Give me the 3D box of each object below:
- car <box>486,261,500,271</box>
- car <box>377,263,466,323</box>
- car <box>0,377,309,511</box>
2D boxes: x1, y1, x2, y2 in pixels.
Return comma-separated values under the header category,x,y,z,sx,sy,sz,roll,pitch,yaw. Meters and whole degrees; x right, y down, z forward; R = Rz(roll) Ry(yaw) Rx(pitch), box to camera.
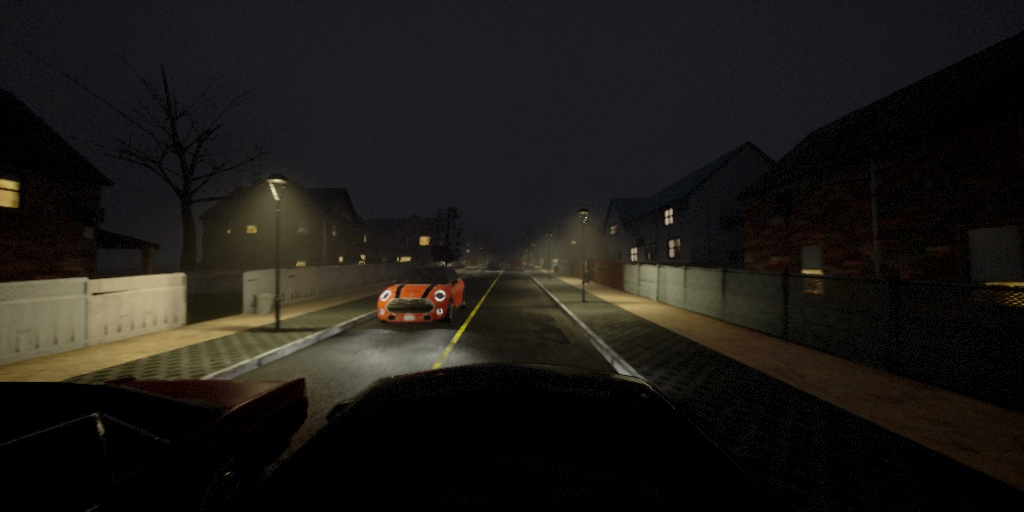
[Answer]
category,x,y,z,sx,sy,sz,roll,pitch,yaw
car,-2.854,1.513,55.394,2.033,1.411,5.357,0,0,1
car,-2.850,1.145,12.233,2.097,1.767,4.553,0,0,0
car,-2.848,1.351,1.143,1.895,1.301,4.718,0,0,0
